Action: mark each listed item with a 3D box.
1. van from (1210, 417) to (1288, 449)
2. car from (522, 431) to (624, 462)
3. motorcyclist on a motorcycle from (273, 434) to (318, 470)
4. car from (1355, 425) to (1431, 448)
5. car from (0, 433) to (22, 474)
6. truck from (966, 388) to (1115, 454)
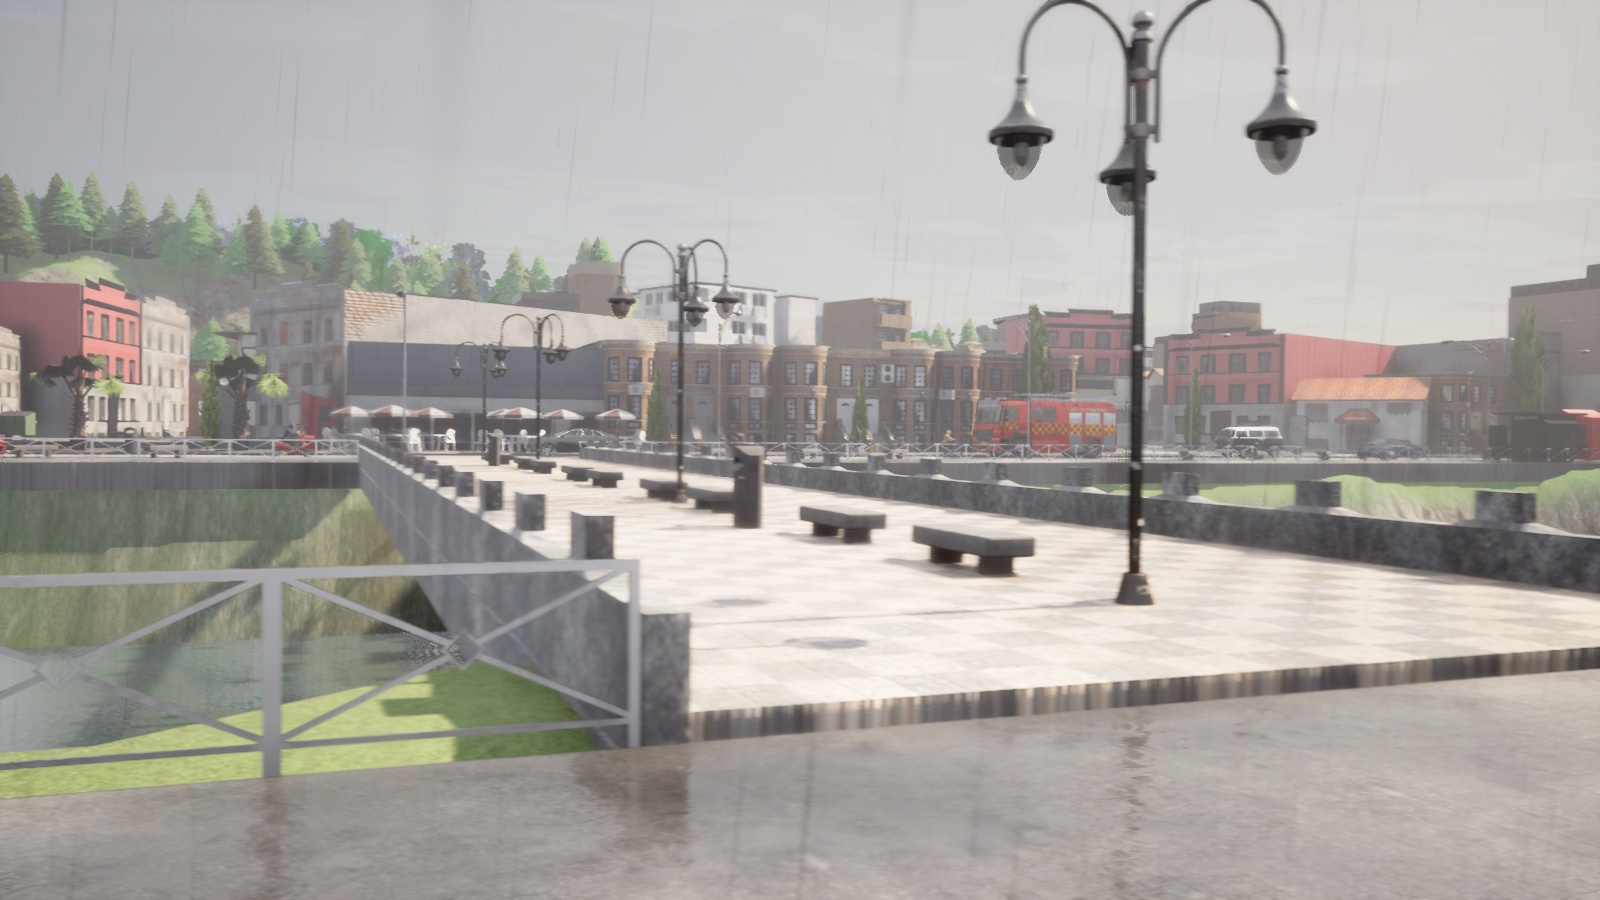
[{"bbox_3d":[28.851,-1.104,80.710,4.480,2.038,2.069,-1,1,-21],"label":"van"},{"bbox_3d":[-11.784,-0.180,65.272,4.902,1.511,2.128,-1,1,-21],"label":"car"},{"bbox_3d":[-22.805,0.074,56.807,1.817,1.590,0.866,-1,1,-21],"label":"motorcyclist on a motorcycle"},{"bbox_3d":[37.688,-0.844,79.793,4.181,1.385,1.994,-1,1,-21],"label":"car"},{"bbox_3d":[-35.218,0.176,52.089,4.611,1.667,2.242,-1,1,-21],"label":"car"},{"bbox_3d":[14.439,-1.747,75.223,8.468,3.827,2.891,-1,1,-21],"label":"truck"}]
